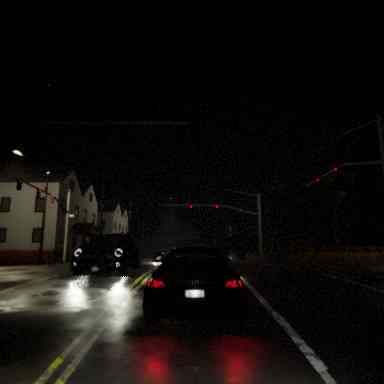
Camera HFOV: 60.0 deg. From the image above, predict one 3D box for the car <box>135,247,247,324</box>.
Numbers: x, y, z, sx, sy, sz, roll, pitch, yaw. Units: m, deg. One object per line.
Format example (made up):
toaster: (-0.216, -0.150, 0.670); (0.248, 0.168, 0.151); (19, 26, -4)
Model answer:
car: (0.062, 1.993, 7.870); (1.994, 1.385, 4.181); (0, -7, 0)

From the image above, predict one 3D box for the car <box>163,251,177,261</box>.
car: (-3.661, 10.765, 55.978); (2.128, 1.511, 4.902); (0, -11, 0)

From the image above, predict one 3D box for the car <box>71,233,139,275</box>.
car: (-3.615, 2.611, 14.681); (2.097, 1.767, 4.553); (0, -9, 0)

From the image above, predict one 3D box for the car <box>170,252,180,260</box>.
car: (-3.590, 13.401, 69.512); (1.837, 1.490, 4.892); (0, -11, 0)

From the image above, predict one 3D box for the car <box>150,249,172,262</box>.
car: (-3.652, 7.655, 39.966); (2.128, 1.511, 4.902); (0, -11, 0)
